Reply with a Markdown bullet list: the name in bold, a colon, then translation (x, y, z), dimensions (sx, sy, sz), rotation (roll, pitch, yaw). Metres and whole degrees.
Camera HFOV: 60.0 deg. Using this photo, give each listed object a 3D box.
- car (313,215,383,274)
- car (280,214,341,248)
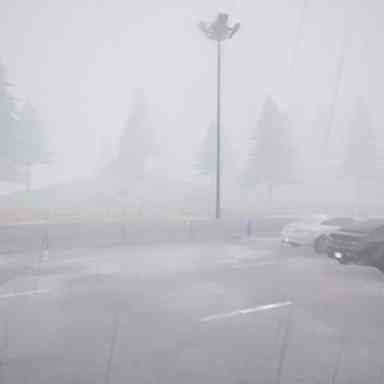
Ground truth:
- **car**: translation (6.541, 1.568, 10.420), dimensions (4.892, 1.490, 1.837), rotation (0, -1, -18)
- **car**: translation (5.967, 1.638, 13.885), dimensions (4.674, 1.442, 1.812), rotation (0, -1, -17)
